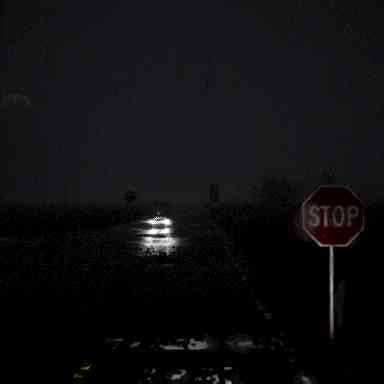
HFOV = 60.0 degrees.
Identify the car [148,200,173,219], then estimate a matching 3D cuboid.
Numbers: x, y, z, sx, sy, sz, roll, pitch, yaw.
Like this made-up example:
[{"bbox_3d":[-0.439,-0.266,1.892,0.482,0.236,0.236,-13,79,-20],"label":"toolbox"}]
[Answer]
[{"bbox_3d":[-2.737,1.513,29.759,2.128,1.511,4.902,0,0,0],"label":"car"}]
